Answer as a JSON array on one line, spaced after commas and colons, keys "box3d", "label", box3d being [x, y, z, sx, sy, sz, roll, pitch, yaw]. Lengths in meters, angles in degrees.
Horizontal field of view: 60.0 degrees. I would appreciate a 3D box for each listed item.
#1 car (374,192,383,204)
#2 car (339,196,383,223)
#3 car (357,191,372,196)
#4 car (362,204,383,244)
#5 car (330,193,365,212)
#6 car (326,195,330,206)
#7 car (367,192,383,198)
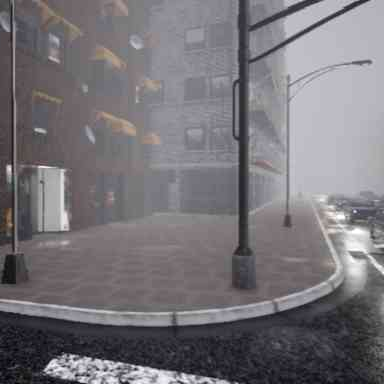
[{"box3d": [25.174, 0.771, 43.108, 1.994, 1.385, 4.181, 0, 1, 19], "label": "car"}, {"box3d": [10.543, 1.159, 20.528, 1.895, 1.301, 4.718, 0, 1, 19], "label": "car"}, {"box3d": [19.987, 0.633, 38.191, 2.097, 1.767, 4.553, 0, 1, 19], "label": "car"}, {"box3d": [7.602, 1.299, 11.850, 1.895, 1.301, 4.718, 0, 1, 19], "label": "car"}, {"box3d": [13.487, 1.022, 29.081, 1.895, 1.301, 4.718, 0, 1, 19], "label": "car"}, {"box3d": [16.632, 0.837, 38.415, 1.994, 1.385, 4.181, 0, 1, 19], "label": "car"}, {"box3d": [16.740, 0.997, 28.576, 1.994, 1.385, 4.181, 0, 1, 18], "label": "car"}]
